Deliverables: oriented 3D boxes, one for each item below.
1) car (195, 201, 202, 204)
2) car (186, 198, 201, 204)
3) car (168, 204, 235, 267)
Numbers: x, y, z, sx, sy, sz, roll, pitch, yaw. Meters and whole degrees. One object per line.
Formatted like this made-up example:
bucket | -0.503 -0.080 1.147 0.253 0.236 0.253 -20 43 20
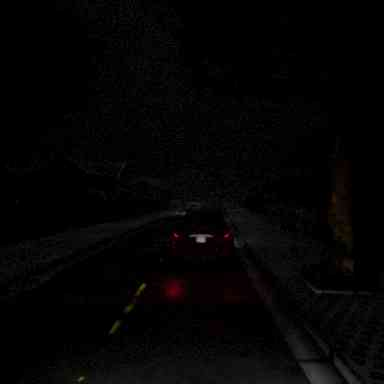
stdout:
car | 1.532 1.825 28.312 1.882 1.535 5.008 0 0 5
car | 0.355 1.858 48.633 2.150 2.045 5.566 0 -1 5
car | 0.397 1.497 12.218 2.097 1.767 4.553 0 -1 3
